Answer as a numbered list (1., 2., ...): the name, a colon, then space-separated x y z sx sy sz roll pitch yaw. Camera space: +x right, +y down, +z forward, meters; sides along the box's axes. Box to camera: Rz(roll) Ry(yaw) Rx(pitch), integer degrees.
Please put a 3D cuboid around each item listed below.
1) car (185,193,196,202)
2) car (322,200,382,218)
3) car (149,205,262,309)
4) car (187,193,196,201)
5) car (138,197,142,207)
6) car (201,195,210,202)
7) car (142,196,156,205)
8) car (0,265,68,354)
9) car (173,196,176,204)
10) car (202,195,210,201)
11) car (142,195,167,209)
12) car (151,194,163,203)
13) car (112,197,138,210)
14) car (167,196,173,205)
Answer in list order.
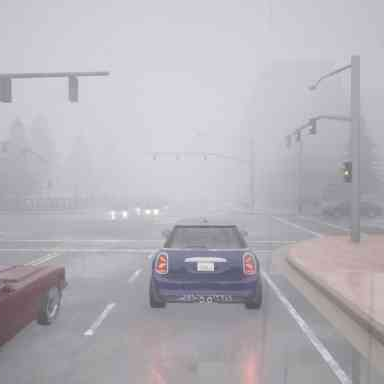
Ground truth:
1. car: -0.471 1.520 72.710 1.812 1.442 4.674 0 0 2
2. car: 14.110 1.505 29.472 4.892 1.490 1.837 0 0 4
3. car: 0.303 1.352 8.045 2.097 1.767 4.553 0 0 2
4. car: -0.105 1.223 82.441 2.150 2.045 5.566 0 0 2
5. car: -8.356 1.491 51.788 2.128 1.511 4.902 0 0 2
6. car: 3.064 1.549 73.575 1.994 1.385 4.181 0 0 2
7. car: -7.948 1.505 61.874 1.837 1.490 4.892 0 0 3
8. car: -3.308 1.601 4.171 1.895 1.301 4.718 0 0 2
9. car: -4.284 1.478 65.409 1.882 1.535 5.008 0 0 3
10. car: 3.391 1.475 82.279 1.882 1.535 5.008 0 0 2
11. car: -5.086 1.491 45.751 2.128 1.511 4.902 0 0 2
12. car: -7.502 1.355 72.030 2.097 1.767 4.553 0 0 2
13. car: -8.712 1.601 42.483 1.895 1.301 4.718 0 0 2
14. car: -4.724 1.478 55.110 1.882 1.535 5.008 0 0 2
